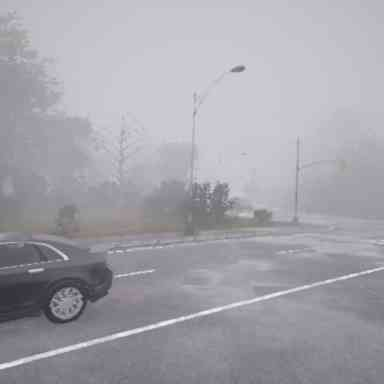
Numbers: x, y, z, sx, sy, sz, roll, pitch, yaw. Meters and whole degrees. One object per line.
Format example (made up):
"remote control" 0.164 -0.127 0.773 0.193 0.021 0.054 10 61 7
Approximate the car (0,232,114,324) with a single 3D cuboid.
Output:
"car" -3.787 1.502 5.583 4.892 1.490 1.837 0 0 -35

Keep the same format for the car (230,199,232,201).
"car" 3.943 2.047 50.422 2.033 1.411 5.357 3 1 -17

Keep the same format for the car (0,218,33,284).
"car" -6.513 1.526 7.939 4.674 1.442 1.812 0 0 -35

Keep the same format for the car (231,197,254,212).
"car" 7.480 1.897 50.909 2.150 2.045 5.566 3 1 -17
